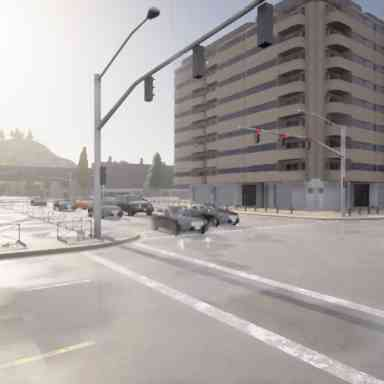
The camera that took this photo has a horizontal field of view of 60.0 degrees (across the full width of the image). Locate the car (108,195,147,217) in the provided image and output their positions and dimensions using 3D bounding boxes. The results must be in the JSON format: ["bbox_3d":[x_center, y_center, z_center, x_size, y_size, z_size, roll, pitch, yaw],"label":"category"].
[{"bbox_3d":[-5.935,1.278,32.938,2.150,2.045,5.566,0,0,-35],"label":"car"}]

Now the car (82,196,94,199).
[{"bbox_3d":[-13.915,1.407,44.223,2.097,1.767,4.553,0,0,-35],"label":"car"}]

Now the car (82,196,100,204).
[{"bbox_3d":[-19.679,1.533,64.794,1.882,1.535,5.008,0,0,-35],"label":"car"}]

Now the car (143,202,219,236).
[{"bbox_3d":[-0.823,1.539,18.816,2.128,1.511,4.902,0,0,-27],"label":"car"}]

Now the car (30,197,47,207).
[{"bbox_3d":[-24.707,1.596,53.555,1.837,1.490,4.892,0,0,-35],"label":"car"}]

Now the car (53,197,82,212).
[{"bbox_3d":[-15.559,1.546,40.485,2.128,1.511,4.902,0,0,-35],"label":"car"}]

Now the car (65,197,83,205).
[{"bbox_3d":[-22.087,1.619,62.139,1.994,1.385,4.181,0,0,-35],"label":"car"}]

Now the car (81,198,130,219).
[{"bbox_3d":[-7.718,1.548,29.396,2.128,1.511,4.902,0,0,-36],"label":"car"}]

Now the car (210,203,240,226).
[{"bbox_3d":[1.182,1.544,23.044,2.128,1.511,4.902,0,0,-37],"label":"car"}]
